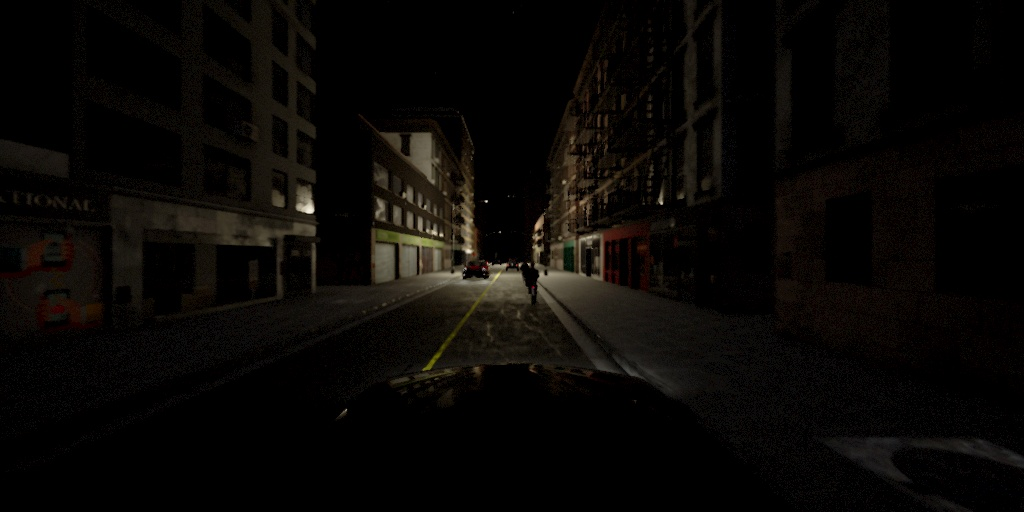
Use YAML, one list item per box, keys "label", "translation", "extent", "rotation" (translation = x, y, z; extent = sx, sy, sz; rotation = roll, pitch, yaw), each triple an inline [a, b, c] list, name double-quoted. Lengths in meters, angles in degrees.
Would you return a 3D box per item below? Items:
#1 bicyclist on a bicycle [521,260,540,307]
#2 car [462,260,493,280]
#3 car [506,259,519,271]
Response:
- label: "bicyclist on a bicycle"
  translation: [0.825, 1.129, 14.567]
  extent: [0.659, 1.776, 1.843]
  rotation: [0, 0, 0]
- label: "car"
  translation: [-3.093, 1.123, 31.477]
  extent: [2.097, 1.767, 4.553]
  rotation: [0, 0, 0]
- label: "car"
  translation: [0.062, 1.333, 51.347]
  extent: [2.033, 1.411, 5.357]
  rotation: [0, 0, 0]
